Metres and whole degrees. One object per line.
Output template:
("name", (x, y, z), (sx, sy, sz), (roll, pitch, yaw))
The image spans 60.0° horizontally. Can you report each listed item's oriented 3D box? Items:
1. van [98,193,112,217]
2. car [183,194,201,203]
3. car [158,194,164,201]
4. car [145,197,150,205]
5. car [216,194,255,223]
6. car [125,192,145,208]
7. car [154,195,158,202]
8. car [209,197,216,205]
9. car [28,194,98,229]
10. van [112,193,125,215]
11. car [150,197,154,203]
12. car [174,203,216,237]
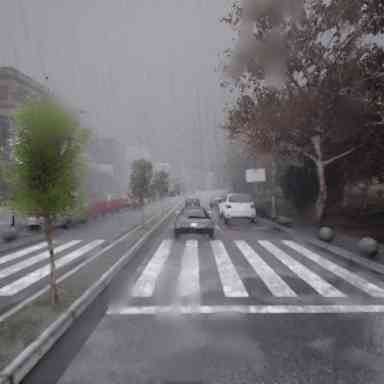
("van", (-8.126, 1.143, 26.533), (1.878, 1.987, 4.442), (0, 0, 0))
("car", (0.089, 1.293, 42.356), (1.837, 1.490, 4.892), (0, 0, 0))
("car", (-7.889, 1.043, 71.028), (2.231, 1.521, 4.892), (0, 1, 0))
("car", (-8.008, 1.259, 48.807), (2.163, 1.488, 4.792), (0, 0, 0))
("car", (3.243, 1.118, 24.694), (2.150, 2.045, 5.566), (0, 1, 0))
("car", (-8.038, 1.017, 43.260), (2.435, 2.045, 5.566), (0, 0, 0))
("car", (-7.948, 1.170, 59.901), (2.163, 1.488, 4.792), (0, 0, 0))
("car", (3.252, 1.312, 43.212), (1.812, 1.442, 4.674), (0, 0, 0))
("car", (-8.154, 1.145, 21.075), (2.435, 2.045, 5.566), (0, 0, 0))
("van", (-8.096, 1.113, 32.080), (1.878, 1.987, 4.442), (0, 0, 0))
("car", (-7.979, 1.226, 54.386), (2.002, 1.452, 4.674), (0, 0, 0))
("car", (0.095, 1.492, 17.590), (1.994, 1.385, 4.181), (0, 0, 0))
